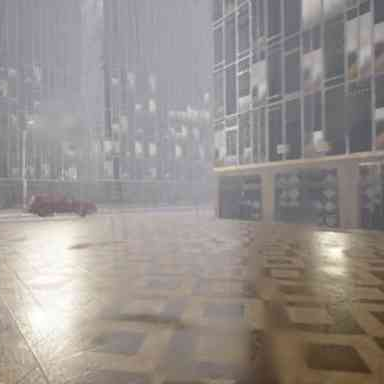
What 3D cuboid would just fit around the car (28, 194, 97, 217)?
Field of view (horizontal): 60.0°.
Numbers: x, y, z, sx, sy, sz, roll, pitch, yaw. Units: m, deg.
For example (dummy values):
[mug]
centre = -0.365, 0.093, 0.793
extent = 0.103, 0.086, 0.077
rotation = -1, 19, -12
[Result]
[car]
centre = -10.169, 1.066, 26.251
extent = 5.009, 1.841, 2.192
rotation = 0, -1, -36
